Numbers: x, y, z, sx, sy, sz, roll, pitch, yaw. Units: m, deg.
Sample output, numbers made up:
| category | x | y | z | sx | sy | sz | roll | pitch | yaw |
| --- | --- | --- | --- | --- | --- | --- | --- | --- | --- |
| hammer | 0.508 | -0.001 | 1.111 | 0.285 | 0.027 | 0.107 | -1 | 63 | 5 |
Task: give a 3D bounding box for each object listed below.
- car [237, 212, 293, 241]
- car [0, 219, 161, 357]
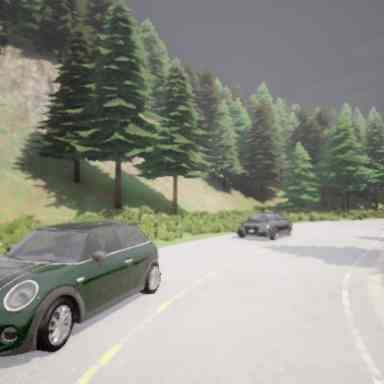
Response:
| category | x | y | z | sx | sy | sz | roll | pitch | yaw |
| --- | --- | --- | --- | --- | --- | --- | --- | --- | --- |
| car | 4.133 | 1.821 | 18.532 | 1.994 | 1.385 | 4.181 | 0 | -1 | 34 |
| car | -2.373 | 1.411 | 6.455 | 2.097 | 1.767 | 4.553 | 0 | -1 | 20 |
